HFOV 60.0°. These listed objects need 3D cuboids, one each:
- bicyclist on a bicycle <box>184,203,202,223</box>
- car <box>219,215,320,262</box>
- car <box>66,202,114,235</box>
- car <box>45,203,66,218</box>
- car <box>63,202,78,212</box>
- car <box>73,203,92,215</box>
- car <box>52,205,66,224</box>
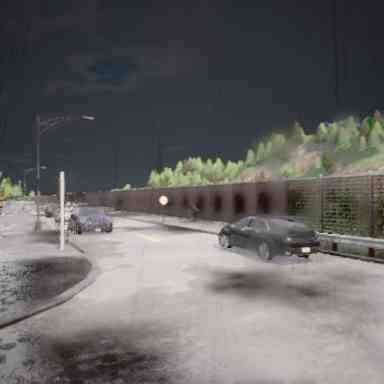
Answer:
[{"bbox_3d":[0.075,1.736,26.960,1.656,1.620,0.582,0,-1,-28],"label":"bicyclist on a bicycle"},{"bbox_3d":[2.777,1.674,13.051,1.837,1.490,4.892,2,-2,-23],"label":"car"},{"bbox_3d":[-6.653,1.716,21.751,2.097,1.767,4.553,0,-1,-28],"label":"car"},{"bbox_3d":[-15.590,2.017,38.276,2.097,1.767,4.553,0,-1,-28],"label":"car"},{"bbox_3d":[-20.403,2.473,55.700,1.812,1.442,4.674,0,-1,-28],"label":"car"},{"bbox_3d":[-15.391,2.286,46.568,1.837,1.490,4.892,0,-1,-28],"label":"car"},{"bbox_3d":[-10.981,2.110,29.736,1.895,1.301,4.718,0,-1,-28],"label":"car"}]
